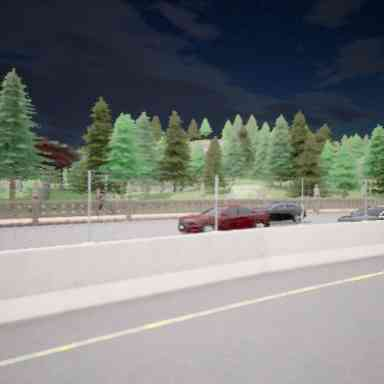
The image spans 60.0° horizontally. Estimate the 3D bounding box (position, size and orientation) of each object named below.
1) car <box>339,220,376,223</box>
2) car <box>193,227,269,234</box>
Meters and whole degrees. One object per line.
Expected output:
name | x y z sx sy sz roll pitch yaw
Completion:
car | 9.687 1.474 17.286 4.892 1.490 1.837 1 0 -25
car | 1.702 1.419 17.109 5.008 1.535 1.882 0 0 -29
